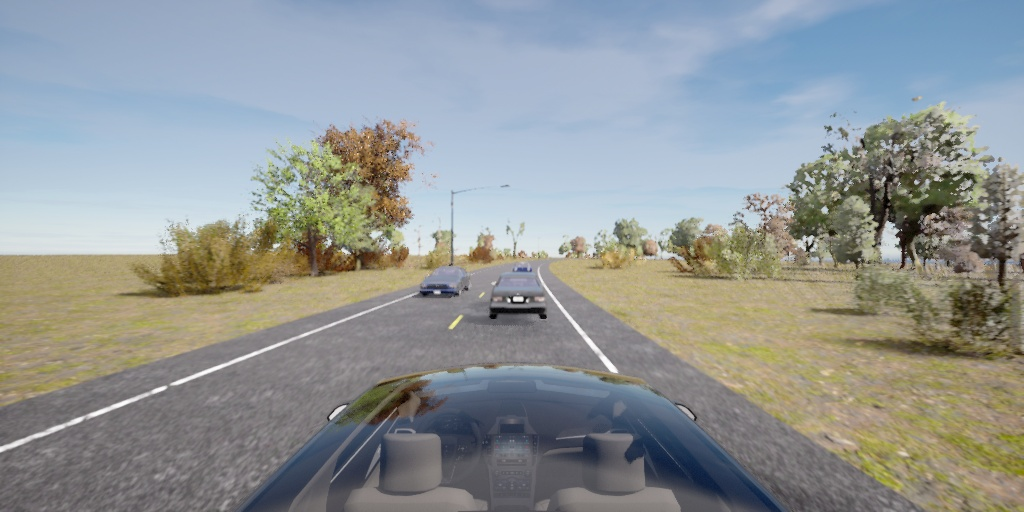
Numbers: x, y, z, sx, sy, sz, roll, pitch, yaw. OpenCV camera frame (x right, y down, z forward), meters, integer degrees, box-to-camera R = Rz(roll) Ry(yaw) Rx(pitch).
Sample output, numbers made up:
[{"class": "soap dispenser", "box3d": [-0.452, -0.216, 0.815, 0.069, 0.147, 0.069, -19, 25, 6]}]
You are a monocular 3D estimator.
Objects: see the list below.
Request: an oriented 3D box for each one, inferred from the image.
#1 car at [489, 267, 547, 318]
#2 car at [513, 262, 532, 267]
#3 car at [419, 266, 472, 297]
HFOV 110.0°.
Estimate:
[{"class": "car", "box3d": [0.225, 1.274, 12.774, 2.033, 1.411, 5.357, 0, 0, 1]}, {"class": "car", "box3d": [1.077, 1.274, 35.472, 1.895, 1.301, 4.718, 0, 0, 3]}, {"class": "car", "box3d": [-3.299, 1.259, 18.852, 2.033, 1.411, 5.357, 0, 0, 2]}]
